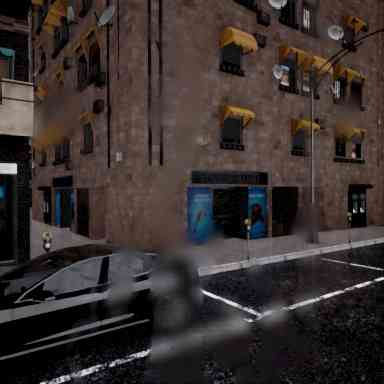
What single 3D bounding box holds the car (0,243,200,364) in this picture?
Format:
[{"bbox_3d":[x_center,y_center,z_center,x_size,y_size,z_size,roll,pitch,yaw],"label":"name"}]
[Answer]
[{"bbox_3d":[-1.852,1.566,5.244,4.313,1.339,1.947,0,0,-36],"label":"car"}]
